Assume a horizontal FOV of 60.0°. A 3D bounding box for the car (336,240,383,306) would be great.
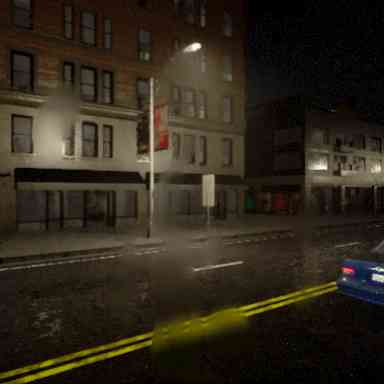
[{"bbox_3d":[5.351,1.561,7.263,5.357,1.411,2.033,0,0,-35],"label":"car"}]
